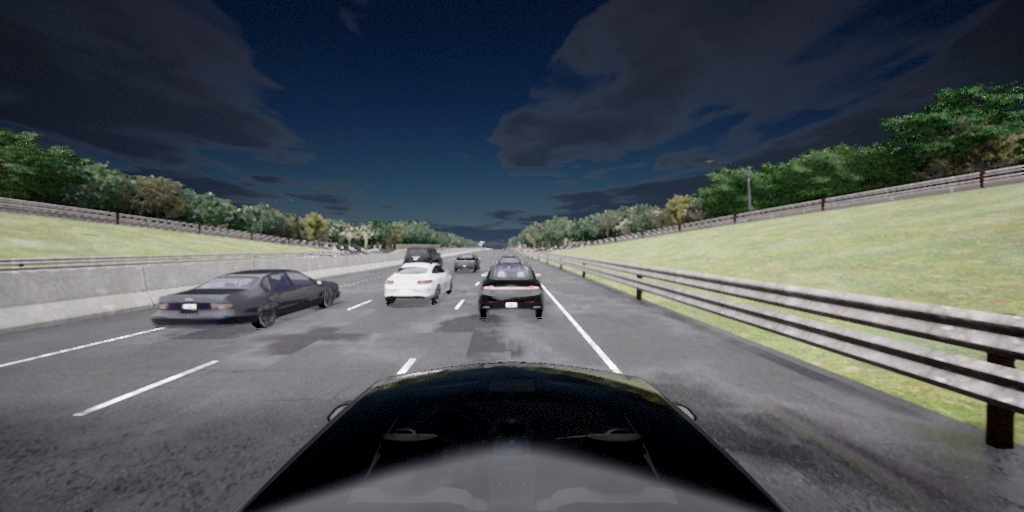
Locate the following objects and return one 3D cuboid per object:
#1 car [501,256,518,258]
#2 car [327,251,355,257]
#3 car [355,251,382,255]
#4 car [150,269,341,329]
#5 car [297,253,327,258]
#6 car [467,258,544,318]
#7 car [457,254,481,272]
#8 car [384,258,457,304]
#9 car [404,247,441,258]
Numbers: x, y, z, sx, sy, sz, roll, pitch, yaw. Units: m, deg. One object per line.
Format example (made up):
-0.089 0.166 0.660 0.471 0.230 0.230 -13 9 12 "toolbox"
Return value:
-0.173 0.704 25.419 2.033 1.411 5.357 0 1 0 "car"
-21.864 0.129 47.277 2.128 1.511 4.902 0 1 -2 "car"
-18.360 0.144 47.141 1.837 1.490 4.892 0 1 -2 "car"
-7.020 1.083 10.314 2.033 1.411 5.357 0 1 0 "car"
-25.316 0.277 45.730 1.895 1.301 4.718 0 1 -2 "car"
-0.026 0.987 11.698 2.128 1.511 4.902 0 2 0 "car"
-3.723 0.531 30.381 2.128 1.511 4.902 0 1 -1 "car"
-3.540 0.963 14.107 1.812 1.442 4.674 0 1 0 "car"
-7.205 0.286 29.427 2.150 2.045 5.566 0 1 -1 "car"
